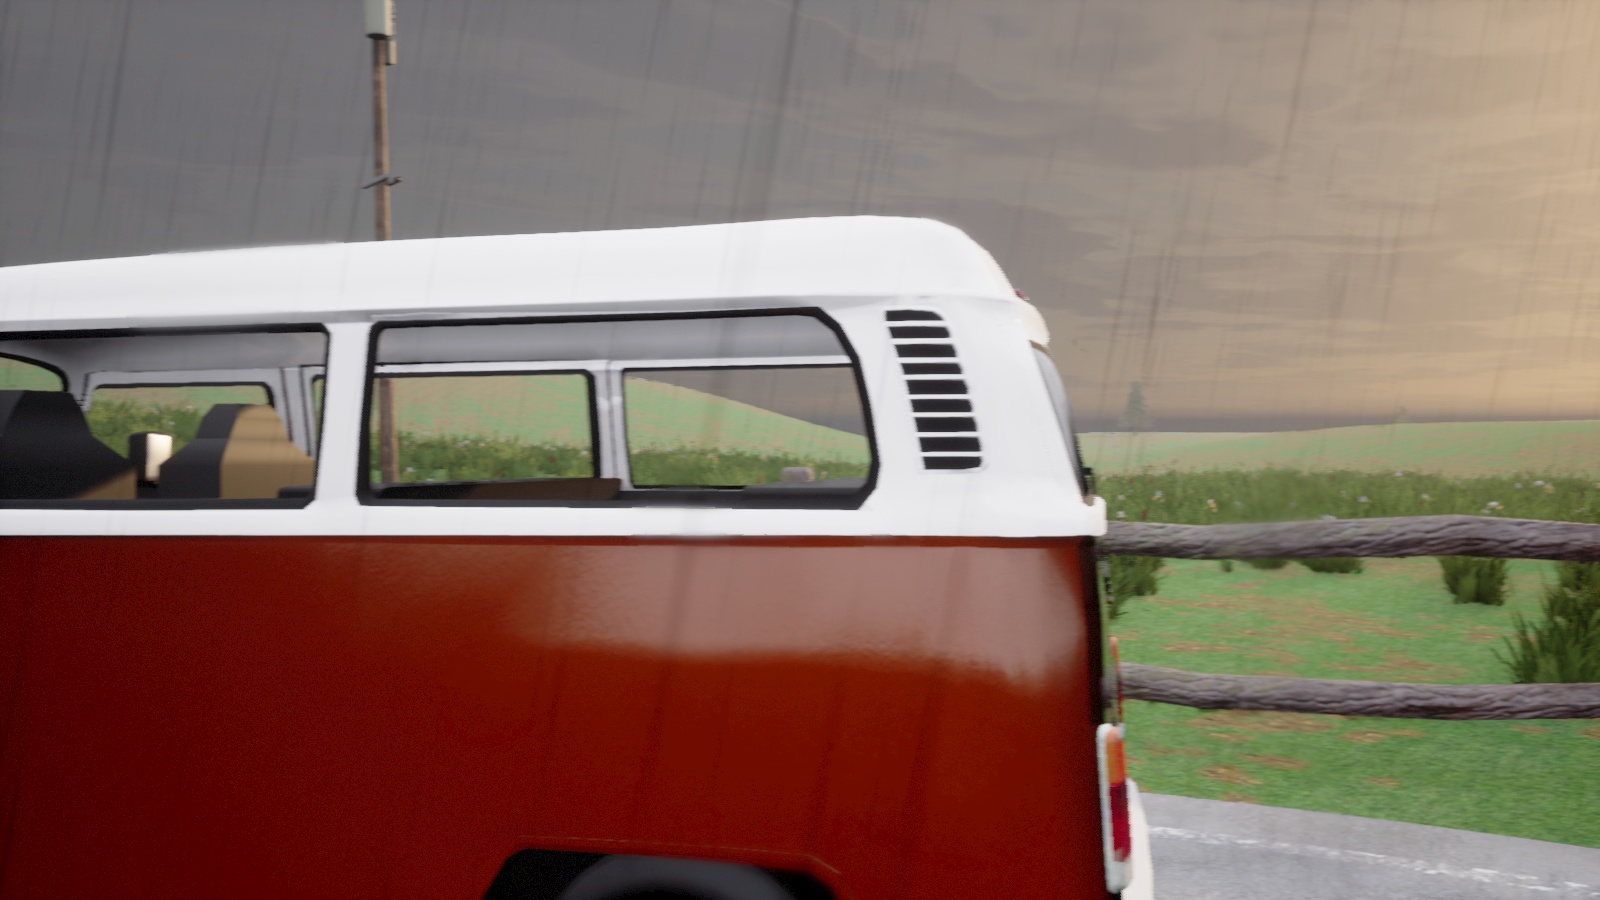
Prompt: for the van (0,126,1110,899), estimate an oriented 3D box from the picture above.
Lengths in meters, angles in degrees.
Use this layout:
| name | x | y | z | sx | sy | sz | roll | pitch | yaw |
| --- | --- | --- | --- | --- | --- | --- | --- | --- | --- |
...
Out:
| name | x | y | z | sx | sy | sz | roll | pitch | yaw |
| --- | --- | --- | --- | --- | --- | --- | --- | --- | --- |
| van | -1.427 | 0.464 | 3.653 | 4.480 | 2.038 | 2.069 | 0 | 0 | 13 |
